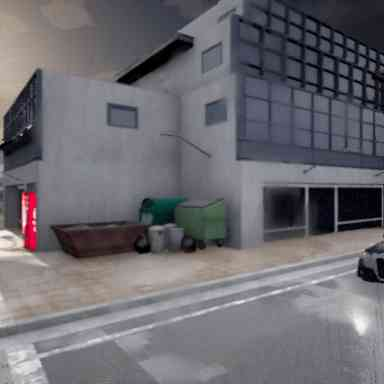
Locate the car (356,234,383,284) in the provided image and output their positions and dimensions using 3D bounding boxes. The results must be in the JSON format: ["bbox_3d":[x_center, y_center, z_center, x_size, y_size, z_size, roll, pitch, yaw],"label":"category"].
[{"bbox_3d":[5.931,1.514,8.223,4.181,1.385,1.994,0,0,-35],"label":"car"}]
